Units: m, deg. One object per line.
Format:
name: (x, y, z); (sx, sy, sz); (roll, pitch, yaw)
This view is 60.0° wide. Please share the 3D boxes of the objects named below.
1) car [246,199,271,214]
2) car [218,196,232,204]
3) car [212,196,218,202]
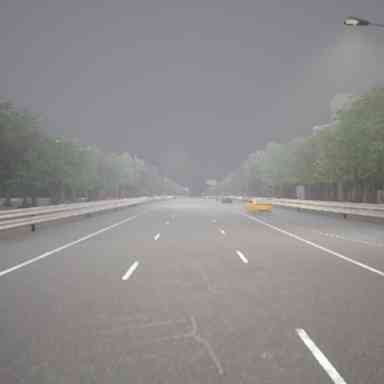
car: (7.130, 1.504, 36.119); (1.882, 1.535, 5.008); (0, 0, -2)
car: (7.025, 1.550, 68.119); (1.882, 1.535, 5.008); (0, 0, 0)
car: (7.093, 1.734, 86.175); (2.033, 1.411, 5.357); (0, -1, 0)
